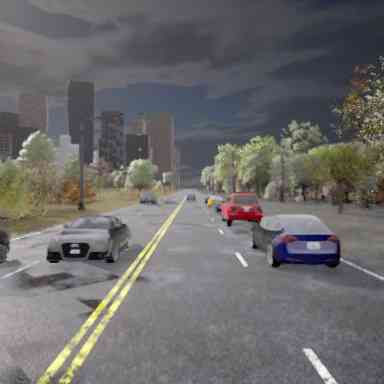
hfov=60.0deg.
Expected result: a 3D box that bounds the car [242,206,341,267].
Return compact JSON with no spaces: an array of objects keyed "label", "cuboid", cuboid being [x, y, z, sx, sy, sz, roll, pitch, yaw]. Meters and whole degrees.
[{"label":"car","cuboid":[3.242,1.451,11.211,2.163,1.488,4.792,0,0,0]}]

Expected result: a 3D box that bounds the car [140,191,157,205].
[{"label":"car","cuboid":[-6.706,0.947,51.643,2.150,2.045,5.566,0,1,0]}]

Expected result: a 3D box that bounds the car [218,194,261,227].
[{"label":"car","cuboid":[3.205,1.114,22.212,2.150,2.045,5.566,0,0,0]}]

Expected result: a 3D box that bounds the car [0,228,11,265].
[{"label":"car","cuboid":[-6.607,1.489,8.693,1.812,1.442,4.674,0,0,0]}]

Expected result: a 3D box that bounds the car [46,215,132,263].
[{"label":"car","cuboid":[-3.363,1.515,11.572,1.994,1.385,4.181,0,0,0]}]

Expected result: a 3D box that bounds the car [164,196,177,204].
[{"label":"car","cuboid":[-3.458,1.314,53.839,1.895,1.301,4.718,0,0,0]}]

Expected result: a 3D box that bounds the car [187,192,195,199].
[{"label":"car","cuboid":[-0.244,0.842,82.317,2.128,1.511,4.902,0,0,0]}]

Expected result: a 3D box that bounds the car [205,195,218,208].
[{"label":"car","cuboid":[3.131,1.245,44.191,1.882,1.535,5.008,0,0,0]}]

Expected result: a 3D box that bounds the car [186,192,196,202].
[{"label":"car","cuboid":[-0.189,1.118,65.762,2.128,1.511,4.902,0,0,0]}]

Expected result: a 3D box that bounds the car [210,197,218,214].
[{"label":"car","cuboid":[3.170,1.428,33.218,1.895,1.301,4.718,0,0,0]}]
